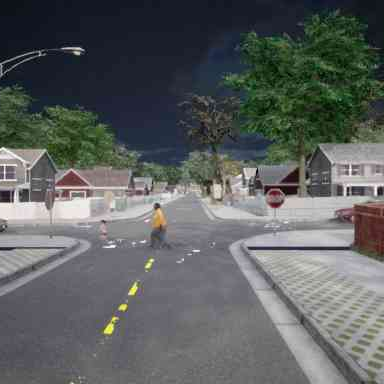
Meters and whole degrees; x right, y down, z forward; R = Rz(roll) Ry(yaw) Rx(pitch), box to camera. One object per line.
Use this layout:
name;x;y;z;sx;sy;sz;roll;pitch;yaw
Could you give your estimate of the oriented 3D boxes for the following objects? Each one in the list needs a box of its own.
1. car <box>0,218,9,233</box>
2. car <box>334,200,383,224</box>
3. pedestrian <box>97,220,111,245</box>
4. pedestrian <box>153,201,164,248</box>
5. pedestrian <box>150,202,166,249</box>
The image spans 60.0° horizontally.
car;-12.997;1.728;18.942;4.674;1.442;1.812;-1;0;0
car;11.863;1.294;22.005;4.674;1.442;1.812;-1;0;0
pedestrian;-3.659;1.672;14.016;0.500;1.100;0.500;0;0;0
pedestrian;-1.347;1.291;13.474;0.375;1.860;0.375;0;0;0
pedestrian;-1.302;1.292;12.798;0.375;1.860;0.375;0;0;0
